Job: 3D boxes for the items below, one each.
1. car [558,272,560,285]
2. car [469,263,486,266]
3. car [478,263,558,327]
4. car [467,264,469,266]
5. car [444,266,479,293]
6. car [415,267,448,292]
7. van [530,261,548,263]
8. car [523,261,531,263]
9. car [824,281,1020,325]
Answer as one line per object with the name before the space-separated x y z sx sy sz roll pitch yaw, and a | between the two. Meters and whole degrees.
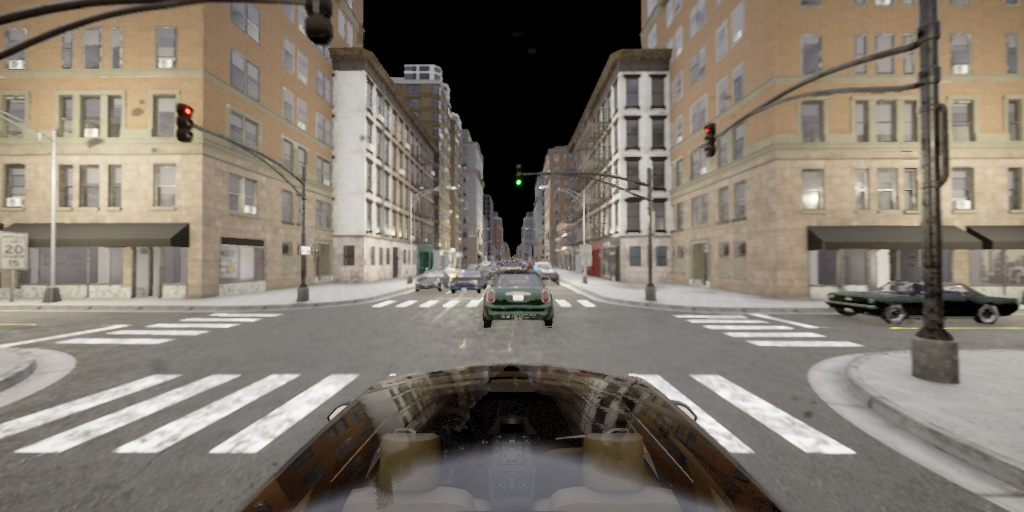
car | 2.881 1.627 29.272 2.007 1.370 4.403 0 0 0
car | -2.578 1.649 33.485 1.837 1.490 4.892 0 -1 0
car | 0.199 1.232 12.330 2.097 1.767 4.553 0 -1 1
car | -5.033 1.738 45.555 1.967 1.591 4.097 0 0 0
car | -2.683 1.567 23.188 2.033 1.411 5.357 0 -1 1
car | -5.193 1.586 23.932 2.007 1.370 4.403 0 0 0
van | 2.927 1.483 34.678 1.690 1.789 3.998 0 0 0
car | 3.066 1.654 50.895 2.192 1.841 5.009 0 0 0
car | 13.596 1.519 12.143 4.718 1.301 1.895 0 -1 0
